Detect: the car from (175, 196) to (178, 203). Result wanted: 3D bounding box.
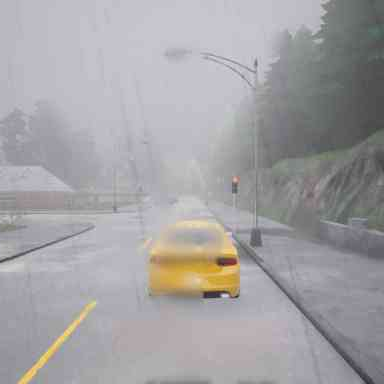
[{"bbox_3d":[-4.035,1.564,58.817,1.994,1.385,4.181,0,0,0],"label":"car"}]

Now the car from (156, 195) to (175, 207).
[{"bbox_3d":[-4.060,1.352,49.499,2.097,1.767,4.553,0,0,0],"label":"car"}]

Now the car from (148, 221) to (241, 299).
[{"bbox_3d":[0.059,1.478,8.532,1.882,1.535,5.008,0,0,1],"label":"car"}]

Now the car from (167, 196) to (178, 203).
[{"bbox_3d":[-3.956,1.564,68.827,1.994,1.385,4.181,0,0,0],"label":"car"}]
